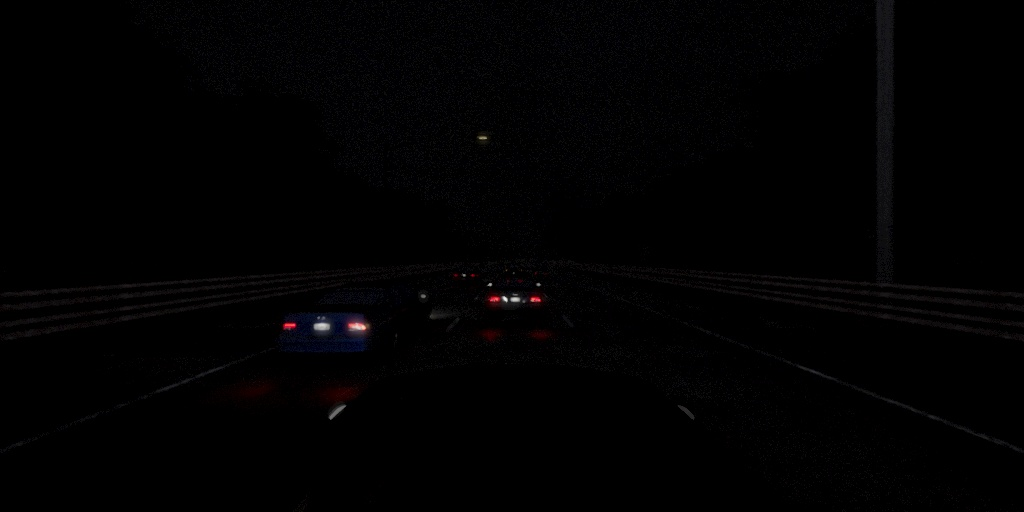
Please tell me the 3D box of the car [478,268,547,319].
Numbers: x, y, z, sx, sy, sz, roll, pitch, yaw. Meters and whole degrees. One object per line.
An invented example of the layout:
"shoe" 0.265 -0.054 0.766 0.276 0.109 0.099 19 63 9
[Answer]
"car" 0.095 1.350 13.080 2.033 1.411 5.357 0 0 0

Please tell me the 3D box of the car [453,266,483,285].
"car" -3.366 1.443 27.981 2.033 1.411 5.357 0 0 0

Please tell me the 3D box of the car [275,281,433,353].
"car" -3.403 1.329 8.930 2.033 1.411 5.357 0 0 0

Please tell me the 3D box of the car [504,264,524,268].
"car" 0.226 1.479 35.730 1.812 1.442 4.674 0 0 1

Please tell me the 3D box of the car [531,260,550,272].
"car" 3.980 1.648 51.373 1.994 1.385 4.181 0 -1 2
